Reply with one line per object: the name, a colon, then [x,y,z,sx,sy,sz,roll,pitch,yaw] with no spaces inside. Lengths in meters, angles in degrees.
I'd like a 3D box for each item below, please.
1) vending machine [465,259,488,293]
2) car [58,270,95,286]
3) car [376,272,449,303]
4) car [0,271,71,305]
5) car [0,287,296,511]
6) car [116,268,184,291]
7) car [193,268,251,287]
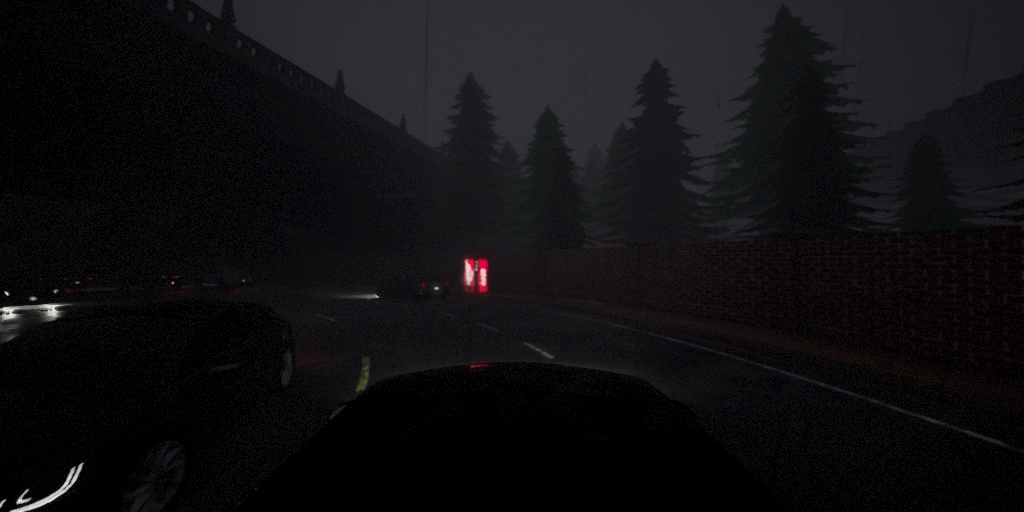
vending machine: [-2.047,1.164,20.819,0.880,2.100,1.100,0,0,40]
car: [-35.697,1.791,28.343,4.718,1.301,1.895,0,-1,17]
car: [-5.094,1.517,18.213,4.181,1.385,1.994,-1,-1,41]
car: [-24.198,1.568,17.210,5.357,1.411,2.033,0,-1,20]
car: [-3.893,1.295,3.860,1.837,1.490,4.892,2,-1,-16]
car: [-25.269,1.615,25.067,4.892,1.490,1.837,-1,-1,19]
car: [-22.392,1.655,27.787,4.674,1.442,1.812,0,-1,20]
